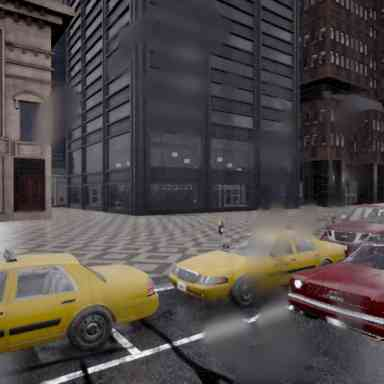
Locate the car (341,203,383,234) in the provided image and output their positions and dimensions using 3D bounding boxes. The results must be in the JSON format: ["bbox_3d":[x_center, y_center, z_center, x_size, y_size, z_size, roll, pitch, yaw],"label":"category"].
[{"bbox_3d":[6.498,1.315,11.269,5.009,1.841,2.192,0,0,-35],"label":"car"}]

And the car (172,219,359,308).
[{"bbox_3d":[1.763,1.525,7.900,4.829,1.417,1.752,0,0,-35],"label":"car"}]

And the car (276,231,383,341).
[{"bbox_3d":[3.910,1.600,6.156,4.718,1.301,1.895,0,0,-35],"label":"car"}]

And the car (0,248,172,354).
[{"bbox_3d":[-2.834,1.525,4.631,4.829,1.417,1.752,0,0,-35],"label":"car"}]
